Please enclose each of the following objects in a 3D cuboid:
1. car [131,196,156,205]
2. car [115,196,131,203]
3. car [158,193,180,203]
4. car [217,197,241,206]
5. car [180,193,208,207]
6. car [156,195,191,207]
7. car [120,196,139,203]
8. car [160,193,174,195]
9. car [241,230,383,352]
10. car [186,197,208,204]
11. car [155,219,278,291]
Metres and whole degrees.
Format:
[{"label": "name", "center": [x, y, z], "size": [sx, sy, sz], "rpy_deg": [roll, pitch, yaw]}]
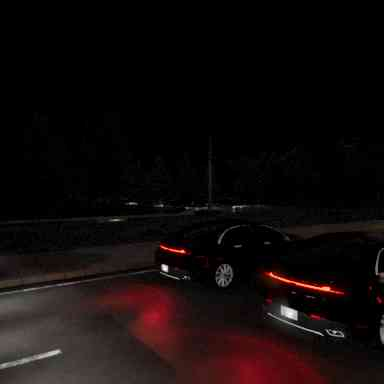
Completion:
[{"label": "car", "center": [-8.346, 1.601, 57.983], "size": [1.895, 1.301, 4.718], "rpy_deg": [0, 0, -35]}, {"label": "car", "center": [-14.767, 1.492, 67.270], "size": [2.128, 1.511, 4.902], "rpy_deg": [0, 0, -35]}, {"label": "car", "center": [-5.047, 1.225, 71.707], "size": [2.150, 2.045, 5.566], "rpy_deg": [0, 0, -35]}, {"label": "car", "center": [6.138, 1.526, 55.621], "size": [1.812, 1.442, 4.674], "rpy_deg": [0, 0, -35]}, {"label": "car", "center": [-0.090, 1.221, 52.259], "size": [2.150, 2.045, 5.566], "rpy_deg": [0, 0, -36]}, {"label": "car", "center": [-2.854, 1.547, 50.121], "size": [2.033, 1.411, 5.357], "rpy_deg": [0, 0, -35]}, {"label": "car", "center": [-13.427, 1.535, 71.465], "size": [2.033, 1.411, 5.357], "rpy_deg": [0, 0, -35]}, {"label": "car", "center": [-5.751, 1.502, 60.390], "size": [1.837, 1.490, 4.892], "rpy_deg": [0, 1, -35]}, {"label": "car", "center": [3.390, 1.505, 6.217], "size": [4.892, 1.490, 1.837], "rpy_deg": [0, 0, -35]}, {"label": "car", "center": [0.912, 1.601, 63.098], "size": [1.895, 1.301, 4.718], "rpy_deg": [0, 0, -35]}, {"label": "car", "center": [1.358, 1.505, 9.066], "size": [4.892, 1.490, 1.837], "rpy_deg": [0, 0, -35]}]
